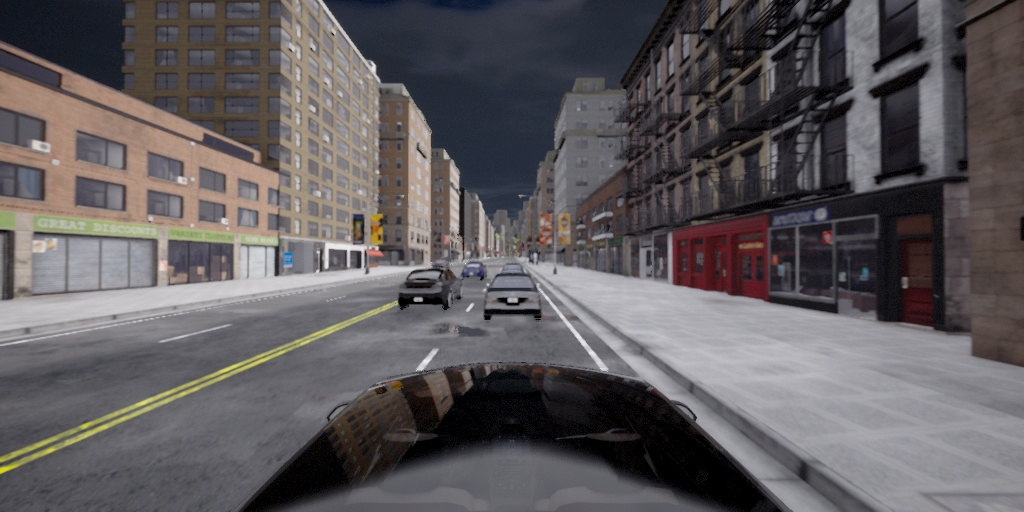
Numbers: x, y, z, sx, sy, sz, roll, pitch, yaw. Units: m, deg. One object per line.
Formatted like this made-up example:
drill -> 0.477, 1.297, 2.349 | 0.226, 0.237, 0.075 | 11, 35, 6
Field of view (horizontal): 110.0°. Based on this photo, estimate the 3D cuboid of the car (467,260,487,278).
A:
car -> -3.162, 1.223, 30.431 | 1.812, 1.442, 4.674 | 0, 0, 1

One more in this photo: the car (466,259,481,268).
car -> -6.471, 1.245, 60.251 | 1.895, 1.301, 4.718 | 0, 0, 1

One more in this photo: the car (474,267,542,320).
car -> 0.035, 1.279, 12.554 | 2.033, 1.411, 5.357 | 0, 0, 0

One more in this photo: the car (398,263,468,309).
car -> -3.188, 1.234, 14.730 | 1.837, 1.490, 4.892 | 0, 0, 1

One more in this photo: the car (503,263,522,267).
car -> 0.050, 1.250, 27.575 | 2.033, 1.411, 5.357 | 0, 0, 1

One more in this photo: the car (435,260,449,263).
car -> -9.791, 1.210, 49.381 | 2.033, 1.411, 5.357 | 0, 0, 0
